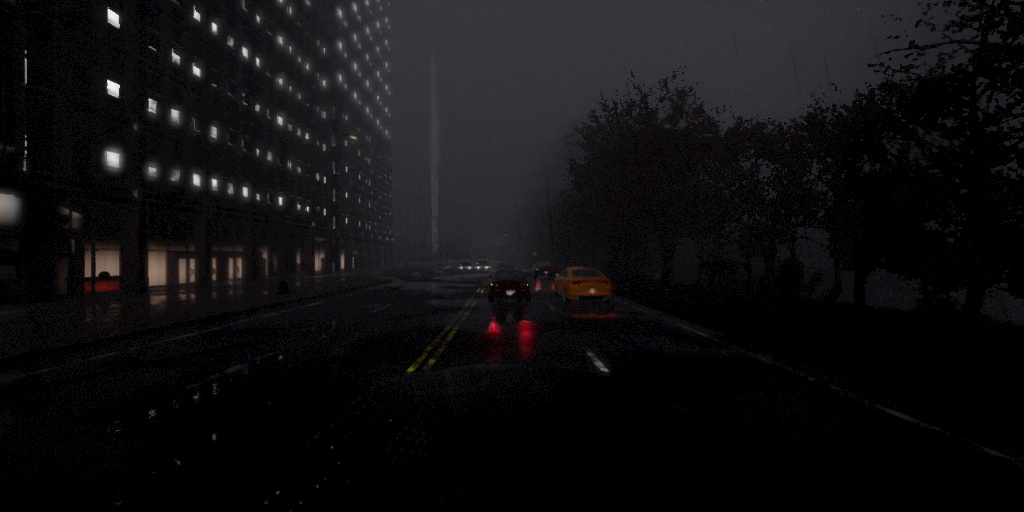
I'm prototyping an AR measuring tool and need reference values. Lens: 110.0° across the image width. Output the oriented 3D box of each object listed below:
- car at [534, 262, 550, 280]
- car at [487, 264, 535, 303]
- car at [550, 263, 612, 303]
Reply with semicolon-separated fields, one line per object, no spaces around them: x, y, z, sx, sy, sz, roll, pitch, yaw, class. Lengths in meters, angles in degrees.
2.736;1.238;31.694;1.812;1.442;4.674;-3;-2;-2;car
-0.120;1.281;16.556;1.812;1.442;4.674;0;0;-1;car
3.130;1.233;16.607;1.882;1.535;5.008;0;0;-1;car
